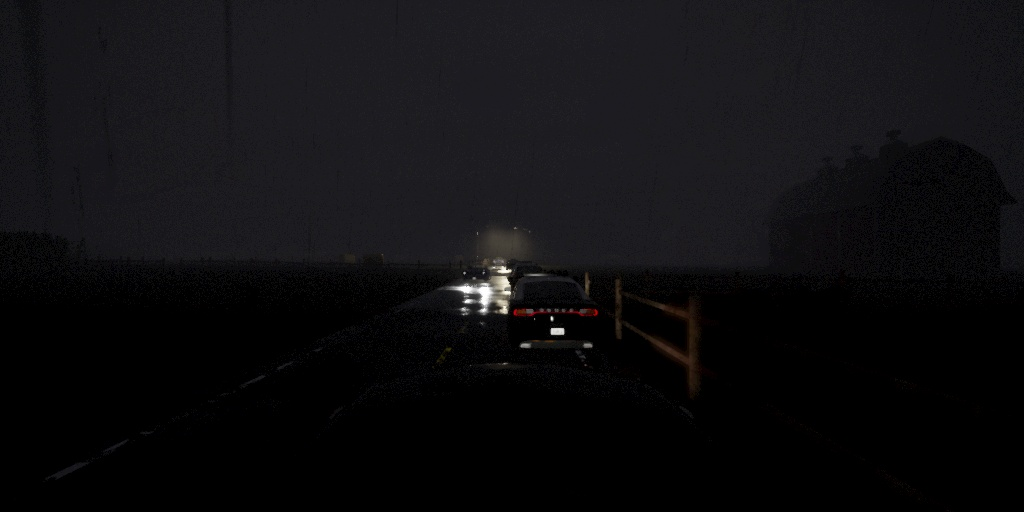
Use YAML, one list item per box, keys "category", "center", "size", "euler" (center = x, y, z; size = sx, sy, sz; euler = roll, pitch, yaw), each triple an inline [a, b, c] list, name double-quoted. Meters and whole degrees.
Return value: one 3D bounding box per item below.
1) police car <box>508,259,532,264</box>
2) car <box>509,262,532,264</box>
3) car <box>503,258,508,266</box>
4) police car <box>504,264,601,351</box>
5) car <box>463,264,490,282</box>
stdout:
- category: "police car"
  center: [0.878, 1.168, 25.140]
  size: [1.930, 1.638, 5.238]
  euler: [0, 0, 0]
- category: "car"
  center: [0.862, 1.249, 19.030]
  size: [1.837, 1.490, 4.892]
  euler: [0, 0, 0]
- category: "car"
  center: [0.171, 1.210, 49.512]
  size: [1.882, 1.535, 5.008]
  euler: [0, 0, 0]
- category: "police car"
  center: [0.838, 1.173, 9.140]
  size: [1.930, 1.638, 5.238]
  euler: [0, 0, 0]
- category: "car"
  center: [-2.788, 1.342, 28.729]
  size: [1.895, 1.301, 4.718]
  euler: [0, 0, 0]
